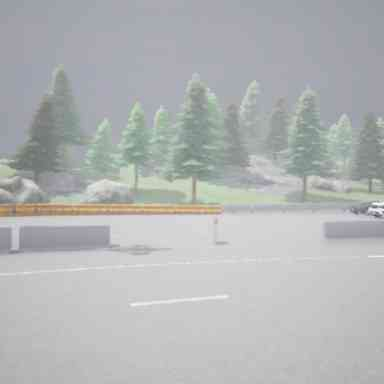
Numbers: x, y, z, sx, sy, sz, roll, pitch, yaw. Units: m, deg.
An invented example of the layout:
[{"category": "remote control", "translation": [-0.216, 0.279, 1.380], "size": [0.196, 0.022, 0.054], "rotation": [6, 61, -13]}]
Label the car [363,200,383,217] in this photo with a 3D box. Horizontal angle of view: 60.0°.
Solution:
[{"category": "car", "translation": [18.662, 1.274, 29.450], "size": [5.566, 2.045, 2.150], "rotation": [0, 0, -7]}]

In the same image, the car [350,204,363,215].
[{"category": "car", "translation": [18.191, 1.561, 32.916], "size": [4.892, 1.490, 1.837], "rotation": [0, 0, -7]}]
